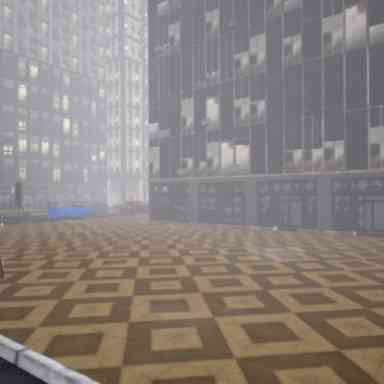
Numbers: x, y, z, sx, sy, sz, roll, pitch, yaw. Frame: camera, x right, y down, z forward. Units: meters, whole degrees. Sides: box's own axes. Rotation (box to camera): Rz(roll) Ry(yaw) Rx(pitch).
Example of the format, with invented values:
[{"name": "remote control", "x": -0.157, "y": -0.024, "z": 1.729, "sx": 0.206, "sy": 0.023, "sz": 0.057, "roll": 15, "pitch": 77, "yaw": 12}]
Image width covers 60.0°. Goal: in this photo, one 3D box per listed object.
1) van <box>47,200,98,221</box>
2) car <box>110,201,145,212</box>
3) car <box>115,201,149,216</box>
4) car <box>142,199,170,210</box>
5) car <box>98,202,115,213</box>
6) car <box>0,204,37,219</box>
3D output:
[{"name": "van", "x": -10.906, "y": 1.633, "z": 29.894, "sx": 1.690, "sy": 1.788, "sz": 3.998, "roll": -1, "pitch": 0, "yaw": 38}, {"name": "car", "x": -8.799, "y": 1.914, "z": 45.739, "sx": 1.887, "sy": 1.381, "sz": 4.507, "roll": -1, "pitch": 0, "yaw": 38}, {"name": "car", "x": -5.946, "y": 1.735, "z": 36.525, "sx": 1.967, "sy": 1.590, "sz": 4.097, "roll": -1, "pitch": 0, "yaw": 38}, {"name": "car", "x": -5.409, "y": 1.813, "z": 50.150, "sx": 1.967, "sy": 1.590, "sz": 4.097, "roll": -1, "pitch": 0, "yaw": 38}, {"name": "car", "x": -12.191, "y": 1.950, "z": 41.328, "sx": 1.802, "sy": 1.307, "sz": 4.206, "roll": -1, "pitch": 0, "yaw": 38}, {"name": "car", "x": -18.296, "y": 1.891, "z": 33.603, "sx": 1.752, "sy": 1.417, "sz": 4.829, "roll": -1, "pitch": 0, "yaw": 38}]
